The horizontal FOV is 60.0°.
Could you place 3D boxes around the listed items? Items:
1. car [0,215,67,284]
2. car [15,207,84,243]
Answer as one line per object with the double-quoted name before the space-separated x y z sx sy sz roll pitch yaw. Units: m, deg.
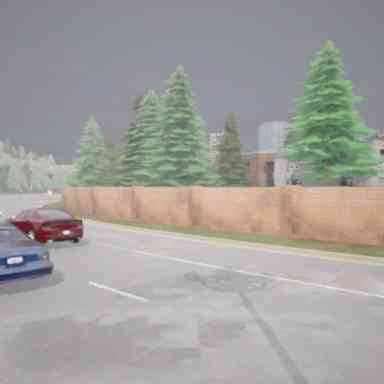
"car" -5.644 1.491 8.836 5.357 1.411 2.033 1 0 42
"car" -6.651 1.410 14.694 5.008 1.535 1.882 1 0 45
